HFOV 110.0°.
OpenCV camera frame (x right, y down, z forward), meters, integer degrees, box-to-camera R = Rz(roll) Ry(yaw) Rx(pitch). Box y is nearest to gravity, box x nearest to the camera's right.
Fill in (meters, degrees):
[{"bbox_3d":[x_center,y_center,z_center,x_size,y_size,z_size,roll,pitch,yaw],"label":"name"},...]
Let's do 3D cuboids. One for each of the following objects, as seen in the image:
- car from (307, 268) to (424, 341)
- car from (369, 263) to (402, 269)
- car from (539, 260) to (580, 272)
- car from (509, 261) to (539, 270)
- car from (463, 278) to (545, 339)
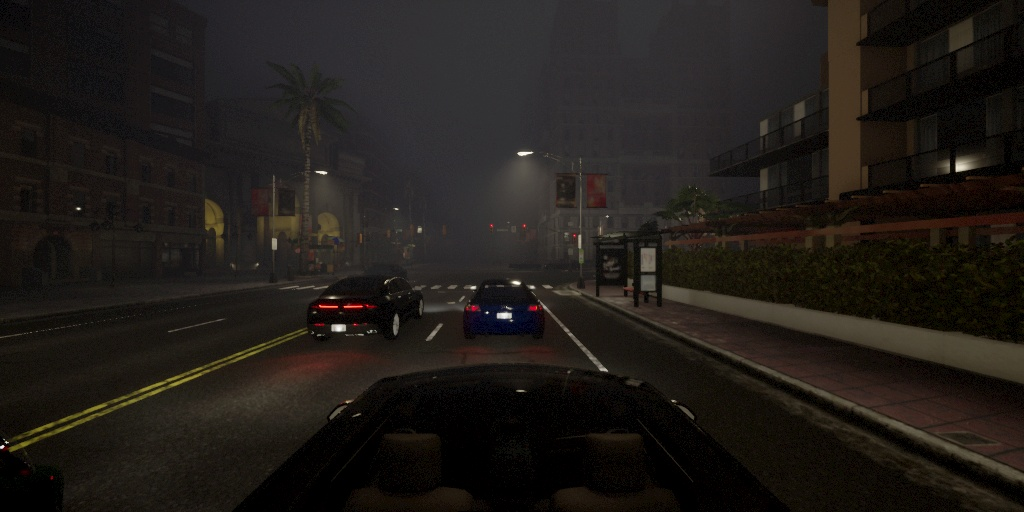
[{"bbox_3d":[-3.733,1.255,9.915,1.837,1.490,4.892,0,0,-3],"label":"car"},{"bbox_3d":[-7.881,1.229,22.177,1.882,1.535,5.008,0,0,-2],"label":"car"},{"bbox_3d":[6.452,1.245,46.252,4.902,1.511,2.128,0,0,-6],"label":"car"},{"bbox_3d":[1.937,1.353,51.026,4.718,1.301,1.895,0,0,15],"label":"car"},{"bbox_3d":[-0.244,1.314,10.074,1.994,1.385,4.181,0,0,-2],"label":"car"}]
